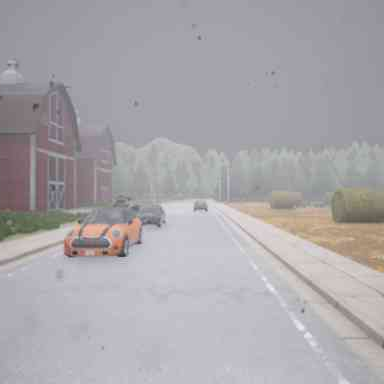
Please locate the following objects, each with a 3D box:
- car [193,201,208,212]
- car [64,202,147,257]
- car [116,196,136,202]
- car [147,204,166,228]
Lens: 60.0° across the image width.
[{"bbox_3d":[1.120,1.862,43.951,2.033,1.411,5.357,0,-1,0],"label":"car"},{"bbox_3d":[-3.321,1.448,13.251,2.097,1.767,4.553,0,0,1],"label":"car"},{"bbox_3d":[-6.865,1.405,35.900,1.905,1.878,3.866,8,-4,-41],"label":"car"},{"bbox_3d":[-2.981,1.680,24.041,1.837,1.490,4.892,0,0,1],"label":"car"}]
